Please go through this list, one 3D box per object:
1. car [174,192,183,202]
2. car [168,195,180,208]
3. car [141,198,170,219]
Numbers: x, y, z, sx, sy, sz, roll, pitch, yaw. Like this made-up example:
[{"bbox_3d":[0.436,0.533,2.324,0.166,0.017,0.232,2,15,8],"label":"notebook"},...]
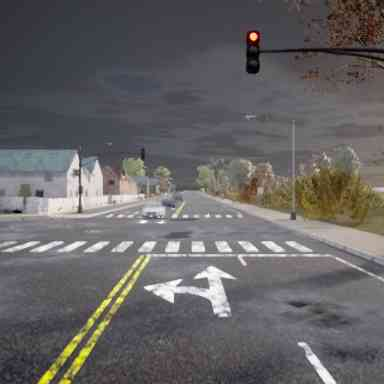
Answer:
[{"bbox_3d":[-3.183,1.131,74.118,2.150,2.045,5.566,0,0,0],"label":"car"},{"bbox_3d":[-3.211,1.522,46.476,2.033,1.411,5.357,0,0,0],"label":"car"},{"bbox_3d":[-3.220,1.556,28.601,1.812,1.442,4.674,0,0,0],"label":"car"}]
